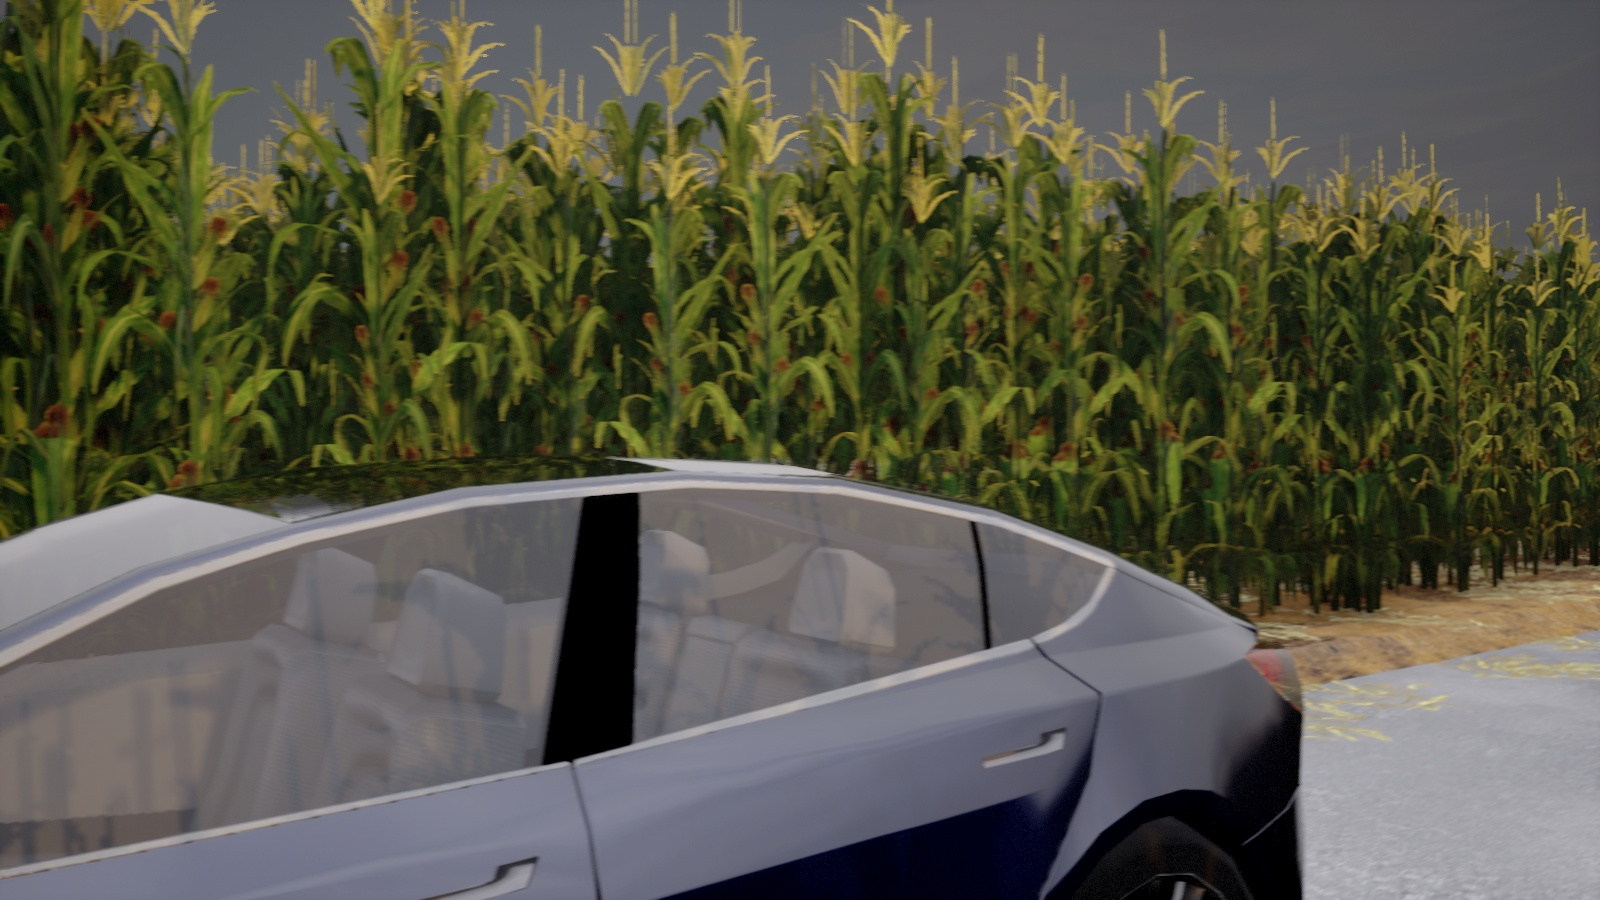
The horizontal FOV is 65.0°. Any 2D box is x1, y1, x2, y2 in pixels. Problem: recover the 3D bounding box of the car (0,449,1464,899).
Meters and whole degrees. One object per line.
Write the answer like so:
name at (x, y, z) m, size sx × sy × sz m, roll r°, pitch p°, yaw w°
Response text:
car at (-1.036, 0.751, 2.450) m, size 4.792 × 1.488 × 2.163 m, roll 0°, pitch 0°, yaw -35°
